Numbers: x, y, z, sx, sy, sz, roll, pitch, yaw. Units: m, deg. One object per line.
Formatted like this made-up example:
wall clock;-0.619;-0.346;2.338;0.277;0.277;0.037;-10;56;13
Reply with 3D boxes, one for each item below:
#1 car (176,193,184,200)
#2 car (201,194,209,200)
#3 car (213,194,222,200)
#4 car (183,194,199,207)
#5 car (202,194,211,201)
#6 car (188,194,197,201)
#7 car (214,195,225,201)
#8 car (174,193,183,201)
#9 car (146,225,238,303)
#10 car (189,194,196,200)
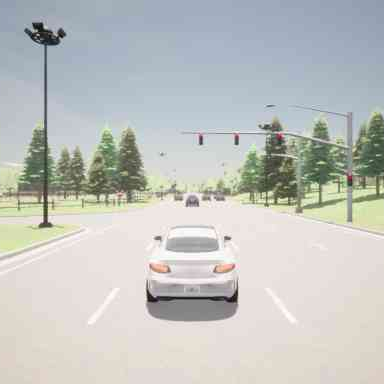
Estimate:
car;-3.366;1.187;93.017;2.097;1.767;4.553;0;0;0
car;3.634;1.372;93.037;2.033;1.411;5.357;0;0;0
car;7.134;1.385;93.032;1.994;1.385;4.181;0;0;0
car;0.075;1.352;51.979;2.097;1.767;4.553;0;0;0
car;3.620;1.348;83.004;2.097;1.767;4.553;0;0;0
car;0.120;1.348;83.009;2.097;1.767;4.553;0;0;0
car;7.119;1.517;82.612;2.128;1.511;4.902;0;0;0
car;-3.380;1.544;83.010;1.994;1.385;4.181;0;0;0
car;0.018;1.526;8.106;1.812;1.442;4.674;0;0;0
car;0.134;1.332;93.042;1.837;1.490;4.892;0;0;0
